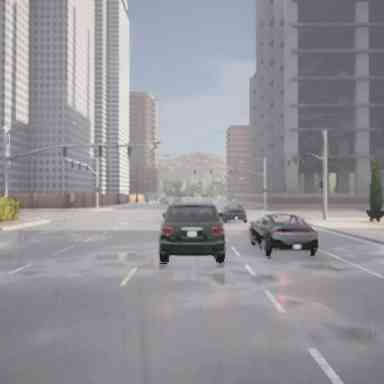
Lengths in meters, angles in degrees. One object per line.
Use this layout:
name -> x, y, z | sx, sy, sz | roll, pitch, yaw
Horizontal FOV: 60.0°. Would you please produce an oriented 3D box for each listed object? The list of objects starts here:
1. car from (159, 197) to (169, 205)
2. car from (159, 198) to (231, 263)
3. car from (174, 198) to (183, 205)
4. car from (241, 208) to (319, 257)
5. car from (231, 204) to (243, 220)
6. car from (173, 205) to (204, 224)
car -> -6.797, 2.188, 81.419 | 2.097, 1.767, 4.553 | 0, -1, 1
car -> 0.011, 1.355, 12.582 | 2.150, 2.045, 5.566 | 0, 0, 0
car -> -3.298, 2.331, 81.332 | 1.837, 1.490, 4.892 | 0, -1, 1
car -> 3.520, 1.632, 13.503 | 2.128, 1.511, 4.902 | 0, 0, 0
car -> 3.508, 1.800, 28.527 | 1.837, 1.490, 4.892 | 0, 0, 0
car -> -0.409, 1.857, 28.522 | 1.994, 1.385, 4.181 | 0, -1, -10
